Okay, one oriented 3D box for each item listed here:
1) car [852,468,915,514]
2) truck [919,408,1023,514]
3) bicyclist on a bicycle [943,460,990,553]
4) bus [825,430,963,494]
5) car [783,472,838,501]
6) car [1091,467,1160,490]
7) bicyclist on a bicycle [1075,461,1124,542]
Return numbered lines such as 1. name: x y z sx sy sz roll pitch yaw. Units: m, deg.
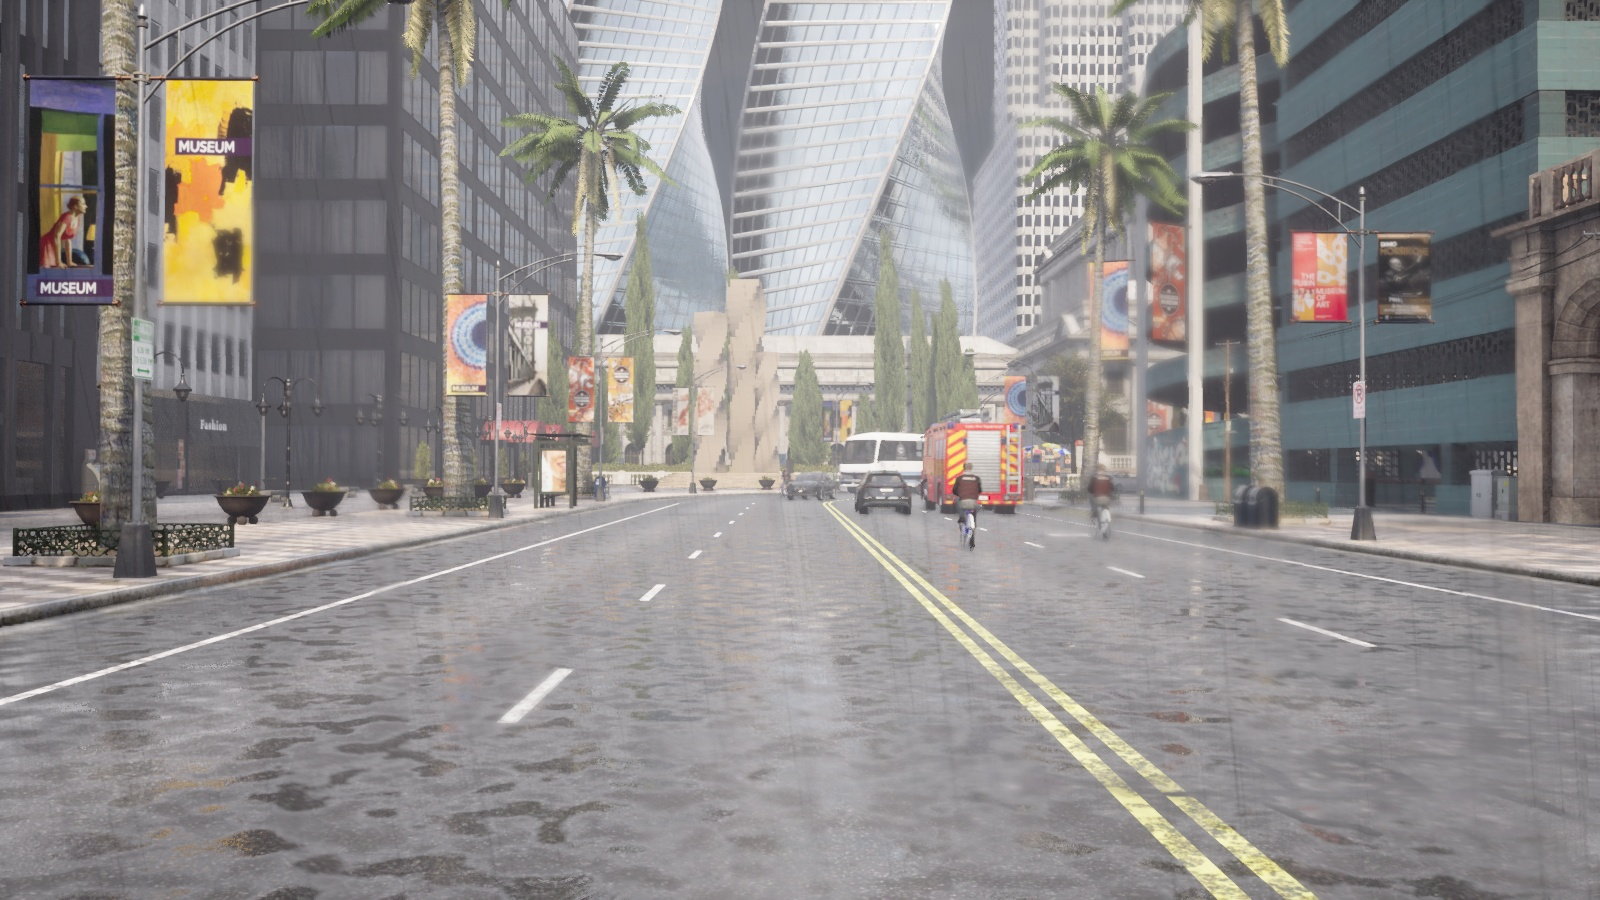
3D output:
1. car: 3.113 1.531 47.672 2.033 1.649 4.856 0 -1 0
2. truck: 6.591 0.457 49.744 2.891 3.827 8.468 0 -1 0
3. bicyclist on a bicycle: 3.303 1.091 25.002 0.659 1.776 1.843 0 -1 0
4. bus: 6.713 0.885 87.964 3.944 4.253 10.273 -1 -2 44
5. car: 0.631 1.959 68.159 1.837 1.490 4.892 -1 -1 15
6. car: 23.998 2.115 92.653 4.611 1.667 2.242 0 -1 -28
7. bicyclist on a bicycle: 6.774 1.135 28.493 0.659 1.776 1.843 0 -1 0
